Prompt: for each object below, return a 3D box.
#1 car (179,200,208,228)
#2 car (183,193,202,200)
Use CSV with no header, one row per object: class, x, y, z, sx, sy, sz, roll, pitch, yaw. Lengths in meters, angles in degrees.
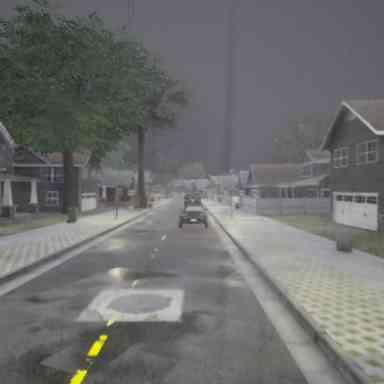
car,0.096,1.518,22.293,1.812,1.442,4.674,0,0,0
car,0.094,1.201,42.447,2.150,2.045,5.566,0,0,0
